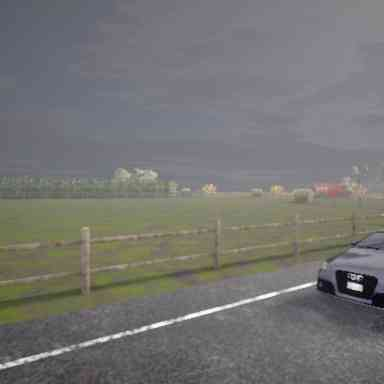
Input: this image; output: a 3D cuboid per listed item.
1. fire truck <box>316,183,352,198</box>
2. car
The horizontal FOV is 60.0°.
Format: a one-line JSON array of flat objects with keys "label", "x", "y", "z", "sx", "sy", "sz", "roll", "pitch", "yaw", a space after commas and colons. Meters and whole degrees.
[{"label": "fire truck", "x": 35.829, "y": -0.397, "z": 84.029, "sx": 2.891, "sy": 3.827, "sz": 8.468, "roll": 1, "pitch": 0, "yaw": -32}, {"label": "car", "x": 4.624, "y": 1.558, "z": 7.289, "sx": 4.181, "sy": 1.385, "sz": 1.994, "roll": 0, "pitch": 0, "yaw": -35}]
